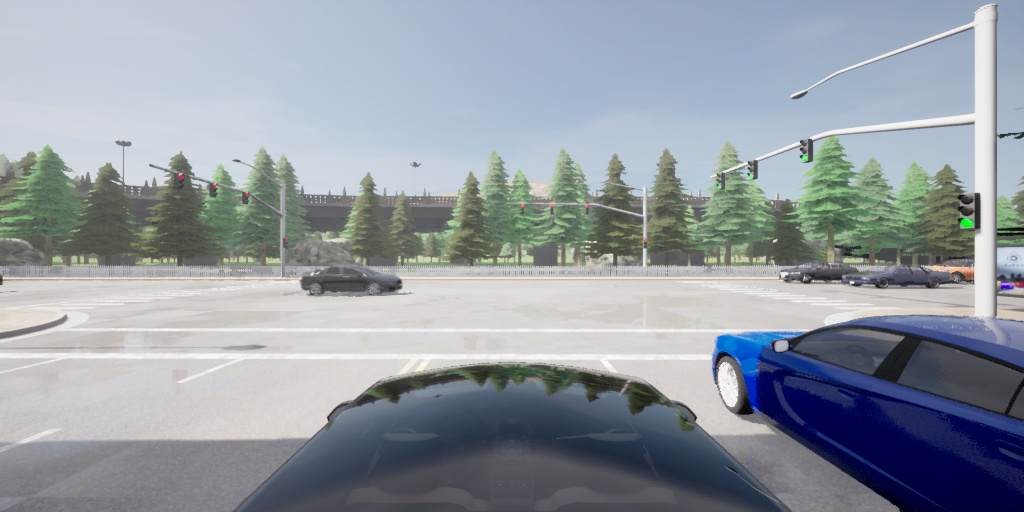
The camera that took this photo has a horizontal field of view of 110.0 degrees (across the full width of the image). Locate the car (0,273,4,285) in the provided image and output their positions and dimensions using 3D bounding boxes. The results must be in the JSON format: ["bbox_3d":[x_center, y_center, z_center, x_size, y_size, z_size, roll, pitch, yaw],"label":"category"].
[{"bbox_3d":[-29.921,0.916,18.345,5.566,2.045,2.150,0,0,-1],"label":"car"}]

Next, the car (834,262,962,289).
[{"bbox_3d":[23.565,1.242,22.024,5.357,1.411,2.033,0,0,0],"label":"car"}]

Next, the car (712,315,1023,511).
[{"bbox_3d":[3.641,1.228,2.949,1.882,1.535,5.008,0,-1,2],"label":"car"}]

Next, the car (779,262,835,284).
[{"bbox_3d":[21.757,1.186,25.510,4.902,1.511,2.128,0,0,0],"label":"car"}]

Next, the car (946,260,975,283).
[{"bbox_3d":[31.693,1.047,25.328,4.553,1.767,2.097,0,0,2],"label":"car"}]

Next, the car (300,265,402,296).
[{"bbox_3d":[-8.157,1.223,18.362,4.892,1.490,1.837,0,0,0],"label":"car"}]
